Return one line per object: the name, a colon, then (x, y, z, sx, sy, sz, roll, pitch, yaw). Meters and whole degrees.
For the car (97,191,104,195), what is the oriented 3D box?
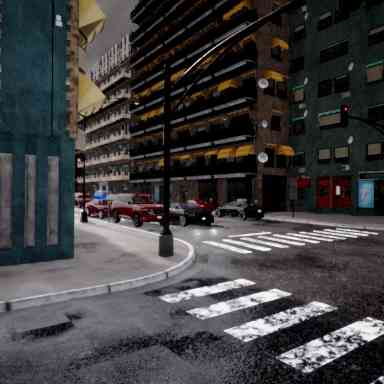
car: (-6.054, 0.971, 28.557, 2.097, 1.767, 4.553, 1, 0, -36)

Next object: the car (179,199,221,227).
car: (-0.473, 1.321, 20.833, 1.994, 1.385, 4.181, 1, 0, -36)

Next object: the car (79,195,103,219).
car: (-6.524, 1.183, 24.801, 1.887, 1.381, 4.507, 2, 0, -36)

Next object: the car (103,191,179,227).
car: (-3.252, 1.034, 20.288, 2.192, 1.841, 5.009, 2, 0, -36)

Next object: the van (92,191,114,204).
van: (-12.769, 0.726, 47.735, 1.690, 1.788, 3.998, 2, 0, -36)

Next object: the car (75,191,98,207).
car: (-12.085, 0.948, 36.906, 1.882, 1.535, 5.008, 1, 0, -36)

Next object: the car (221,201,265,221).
car: (3.553, 1.353, 25.168, 1.947, 1.339, 4.313, 2, 0, -36)

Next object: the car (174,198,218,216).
car: (0.287, 1.289, 29.681, 1.802, 1.307, 4.206, 2, 0, -36)

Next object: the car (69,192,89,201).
car: (-19.304, 0.769, 56.760, 1.887, 1.381, 4.507, 2, 0, -36)

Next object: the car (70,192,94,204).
car: (-15.652, 0.823, 47.192, 1.882, 1.535, 5.008, 1, 0, -36)
